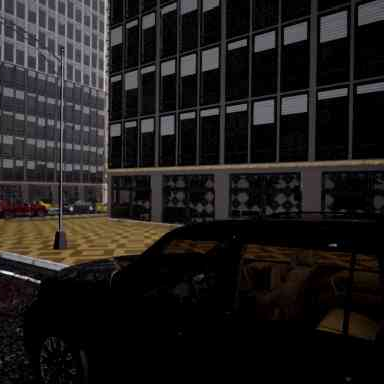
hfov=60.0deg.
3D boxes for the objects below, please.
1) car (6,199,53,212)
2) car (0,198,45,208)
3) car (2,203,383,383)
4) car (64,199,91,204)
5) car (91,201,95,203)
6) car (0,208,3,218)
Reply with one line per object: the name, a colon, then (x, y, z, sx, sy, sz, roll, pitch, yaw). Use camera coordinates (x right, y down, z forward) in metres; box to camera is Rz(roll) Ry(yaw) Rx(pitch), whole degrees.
car: (-19.632, 1.640, 40.456, 1.752, 1.417, 4.829, 1, 0, 37)
car: (-16.161, 1.517, 31.071, 2.192, 1.841, 5.009, 1, 0, 37)
car: (0.665, 1.221, 3.209, 5.566, 2.045, 2.150, 0, 0, 36)
car: (-14.697, 1.703, 42.739, 1.837, 1.490, 4.892, 1, 0, 37)
car: (-9.337, 1.828, 40.263, 1.752, 1.417, 4.829, 1, 0, 37)
car: (-7.318, 1.347, 8.929, 4.553, 1.767, 2.097, 0, 0, 36)
